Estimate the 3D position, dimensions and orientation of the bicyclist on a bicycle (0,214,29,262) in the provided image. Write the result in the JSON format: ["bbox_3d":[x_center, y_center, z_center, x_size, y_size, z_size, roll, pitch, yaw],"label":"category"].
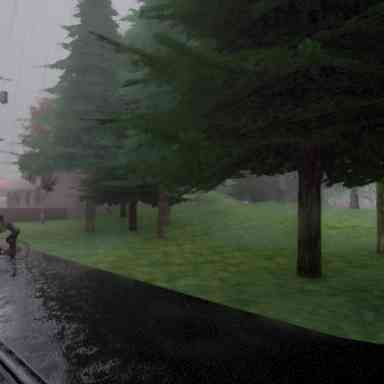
[{"bbox_3d":[-6.454,1.599,11.445,0.582,1.620,1.656,-1,-2,44],"label":"bicyclist on a bicycle"}]
